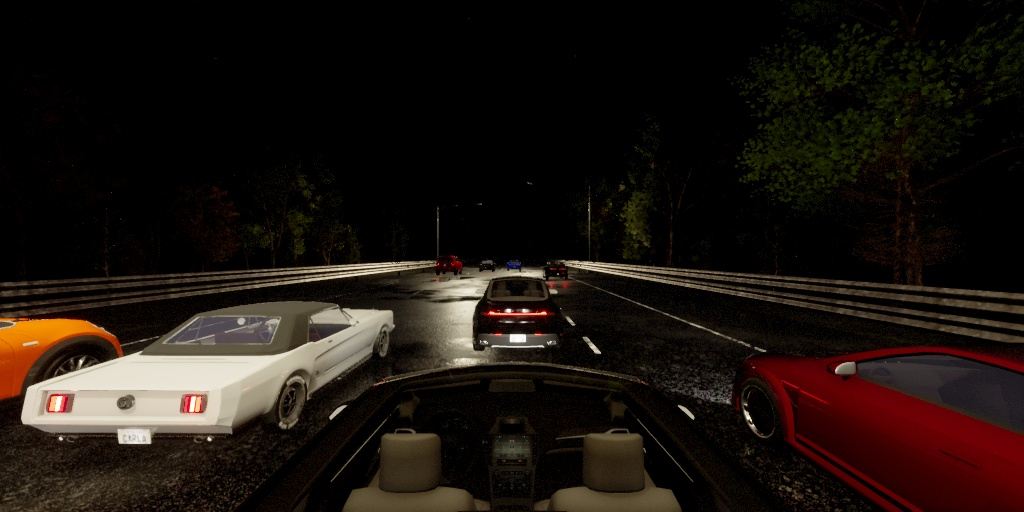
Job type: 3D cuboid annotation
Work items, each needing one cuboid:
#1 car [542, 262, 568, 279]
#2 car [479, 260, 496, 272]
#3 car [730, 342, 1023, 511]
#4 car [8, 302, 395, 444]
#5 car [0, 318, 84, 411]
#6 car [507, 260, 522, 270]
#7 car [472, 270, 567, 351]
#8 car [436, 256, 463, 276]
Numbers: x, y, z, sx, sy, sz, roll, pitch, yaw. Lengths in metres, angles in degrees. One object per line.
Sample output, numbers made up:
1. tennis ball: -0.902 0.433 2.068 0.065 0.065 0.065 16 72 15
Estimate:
1. car: 3.733 1.264 31.460 2.128 1.511 4.902 0 0 0
2. car: -3.198 1.286 46.610 2.128 1.511 4.902 0 0 0
3. car: 3.601 1.314 2.578 1.994 1.385 4.181 0 0 0
4. car: -3.401 1.350 5.474 1.895 1.301 4.718 0 0 0
5. car: -6.919 1.102 3.473 2.097 1.767 4.553 0 0 1
6. car: 0.317 1.279 50.251 1.882 1.535 5.008 0 0 0
7. car: 0.122 1.255 8.956 1.837 1.490 4.892 0 0 0
8. car: -6.736 1.006 38.707 2.150 2.045 5.566 0 0 0
